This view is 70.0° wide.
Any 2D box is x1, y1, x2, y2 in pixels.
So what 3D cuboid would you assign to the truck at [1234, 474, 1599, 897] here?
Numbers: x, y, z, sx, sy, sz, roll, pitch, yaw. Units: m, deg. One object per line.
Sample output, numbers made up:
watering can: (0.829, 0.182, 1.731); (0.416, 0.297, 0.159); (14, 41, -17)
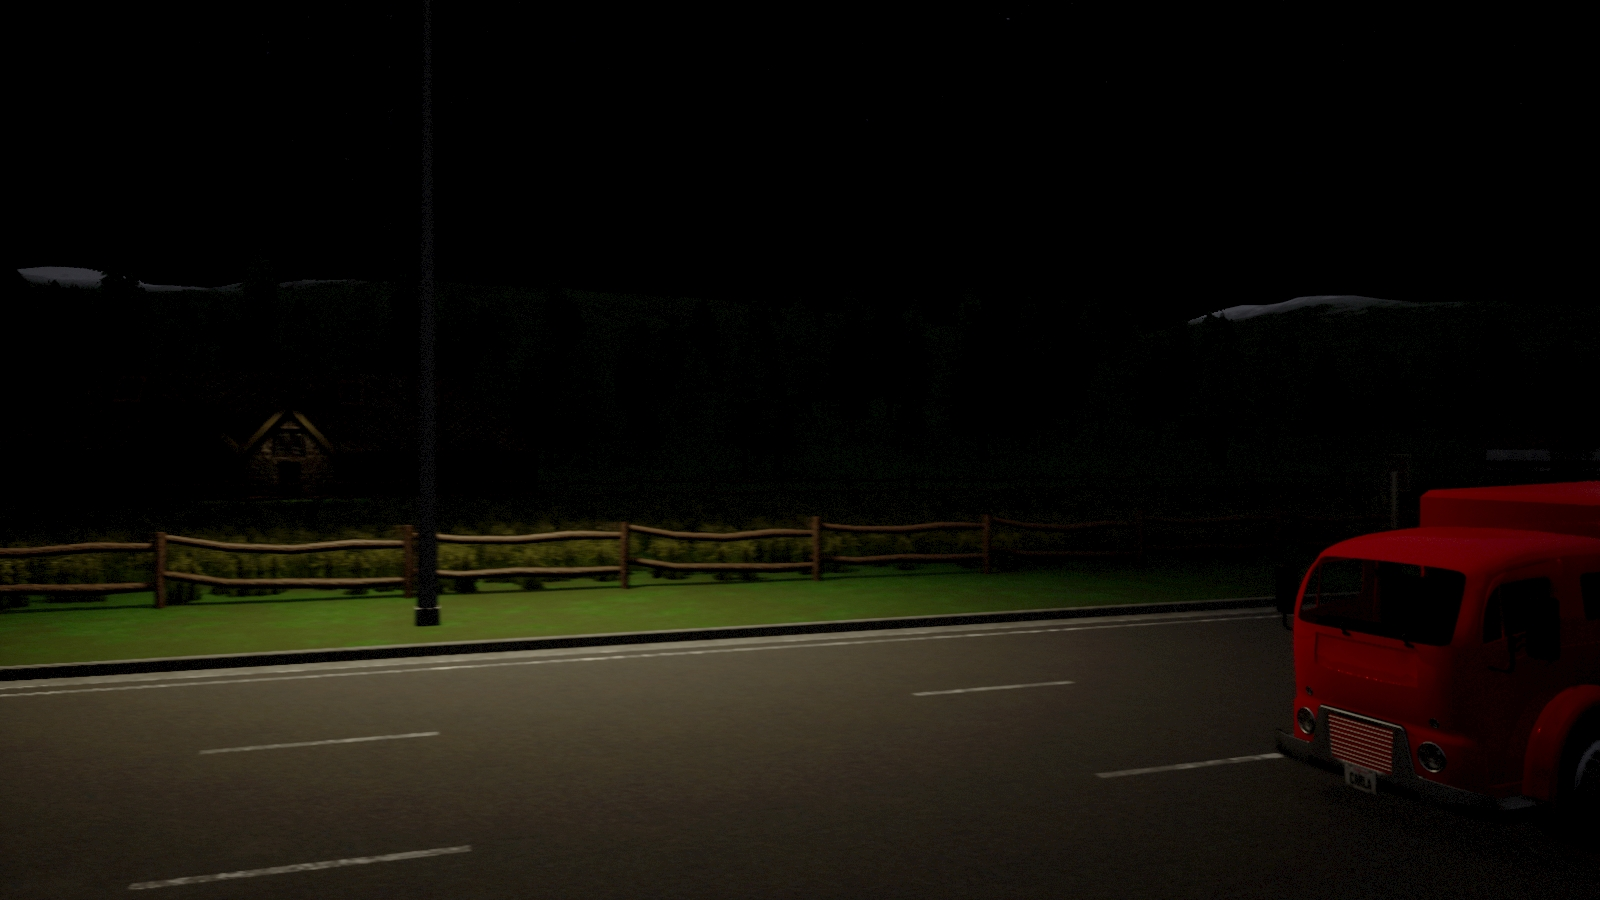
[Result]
truck: (6.645, 1.538, 9.443); (5.204, 2.467, 2.627); (-2, 1, -20)
